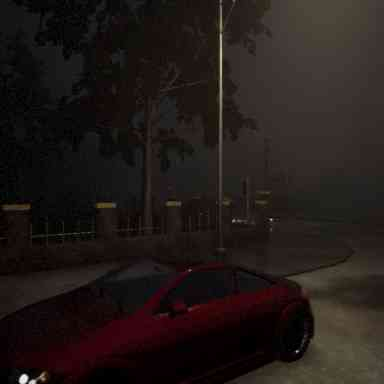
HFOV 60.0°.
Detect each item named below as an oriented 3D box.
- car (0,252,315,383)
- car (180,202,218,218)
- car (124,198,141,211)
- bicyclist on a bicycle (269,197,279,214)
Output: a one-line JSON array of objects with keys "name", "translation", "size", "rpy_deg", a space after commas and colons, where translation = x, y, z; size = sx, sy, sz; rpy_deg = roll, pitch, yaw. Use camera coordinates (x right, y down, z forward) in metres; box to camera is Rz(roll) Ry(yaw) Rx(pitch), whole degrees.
[{"name": "car", "translation": [-0.314, 1.564, 4.342], "size": [4.181, 1.385, 1.994], "rpy_deg": [0, 0, -35]}, {"name": "car", "translation": [0.656, 1.564, 28.347], "size": [1.994, 1.385, 4.181], "rpy_deg": [0, 0, -35]}, {"name": "car", "translation": [-6.151, 1.492, 37.938], "size": [2.128, 1.511, 4.902], "rpy_deg": [0, 0, -35]}, {"name": "bicyclist on a bicycle", "translation": [7.994, 1.349, 32.513], "size": [1.656, 1.620, 0.582], "rpy_deg": [0, 0, -36]}]
